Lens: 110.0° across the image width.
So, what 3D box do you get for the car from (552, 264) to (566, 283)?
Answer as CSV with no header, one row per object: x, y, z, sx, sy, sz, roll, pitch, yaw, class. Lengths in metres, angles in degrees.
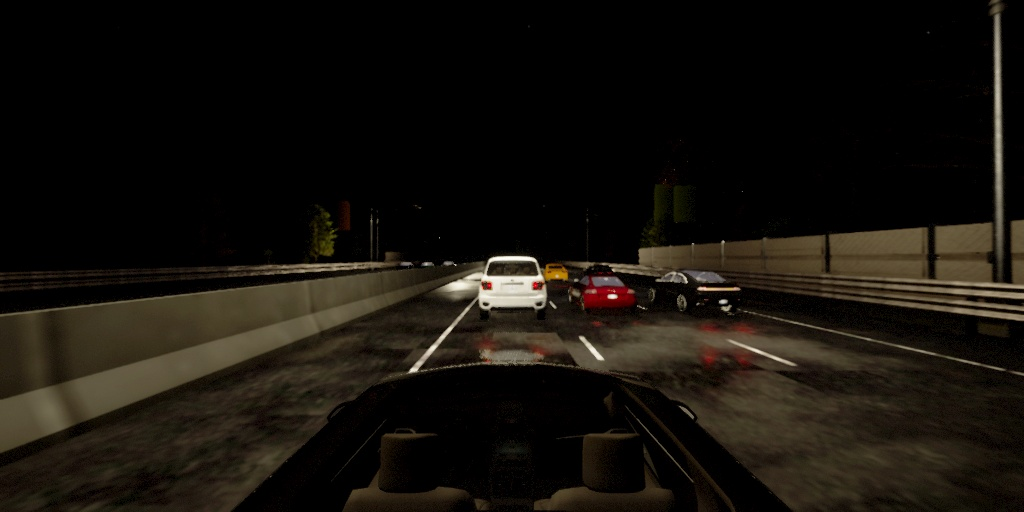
3.559,1.431,30.554,1.882,1.535,5.008,0,0,0,car

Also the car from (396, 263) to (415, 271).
-17.564,1.752,59.317,1.895,1.301,4.718,0,0,0,car

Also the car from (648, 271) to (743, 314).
7.047,1.331,14.348,2.128,1.511,4.902,0,0,0,car

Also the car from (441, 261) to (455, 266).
-10.574,1.644,59.443,2.128,1.511,4.902,0,0,0,car

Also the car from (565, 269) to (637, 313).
3.551,1.406,14.616,1.994,1.385,4.181,0,0,0,car

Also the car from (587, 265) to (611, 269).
7.050,1.451,29.381,1.837,1.490,4.892,0,0,0,car

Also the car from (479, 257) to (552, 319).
0.037,1.056,13.310,2.150,2.045,5.566,0,0,0,car

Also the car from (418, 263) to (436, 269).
-14.066,1.752,59.380,1.895,1.301,4.718,0,0,0,car
